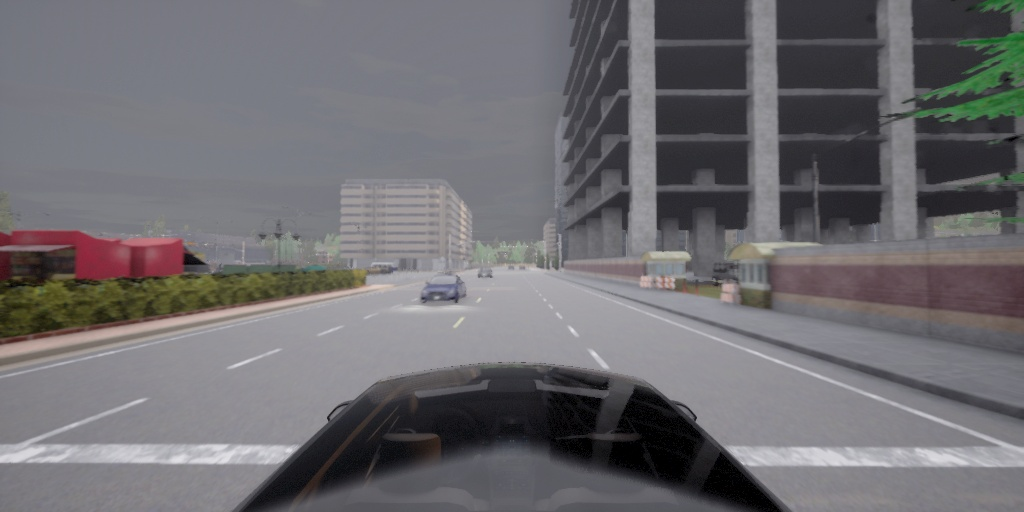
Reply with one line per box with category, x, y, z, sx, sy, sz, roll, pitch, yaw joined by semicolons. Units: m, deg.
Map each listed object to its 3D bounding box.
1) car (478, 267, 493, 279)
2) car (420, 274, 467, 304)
car;-3.505;2.259;47.849;2.128;1.511;4.902;0;0;0
car;-3.480;1.676;18.914;1.812;1.442;4.674;0;0;0
